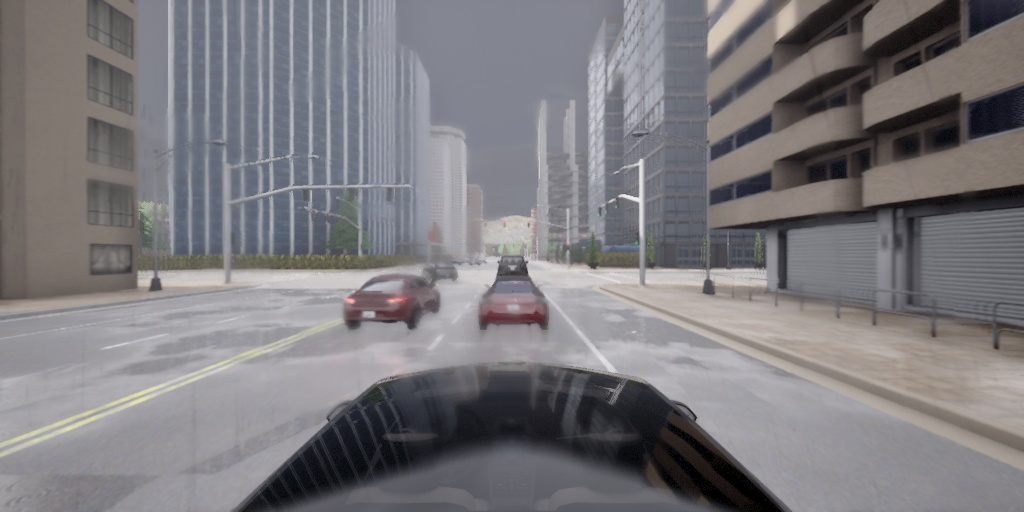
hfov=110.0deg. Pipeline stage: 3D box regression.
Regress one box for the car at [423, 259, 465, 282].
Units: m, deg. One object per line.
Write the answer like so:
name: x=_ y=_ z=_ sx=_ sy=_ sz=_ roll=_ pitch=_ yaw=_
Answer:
car: x=-5.645 y=1.199 z=27.558 sx=2.128 sy=1.511 sz=4.902 roll=0 pitch=0 yaw=-27

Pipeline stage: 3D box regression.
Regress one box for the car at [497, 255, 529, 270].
car: x=0.062 y=0.932 z=26.831 sx=2.150 sy=2.045 sz=5.566 roll=0 pitch=0 yaw=0

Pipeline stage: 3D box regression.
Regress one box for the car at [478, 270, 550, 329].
car: x=0.061 y=1.298 z=11.204 sx=1.994 sy=1.385 sz=4.181 roll=0 pitch=0 yaw=0

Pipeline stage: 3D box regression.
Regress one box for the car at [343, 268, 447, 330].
car: x=-3.442 y=1.261 z=10.977 sx=1.812 sy=1.442 sz=4.674 roll=0 pitch=0 yaw=0
